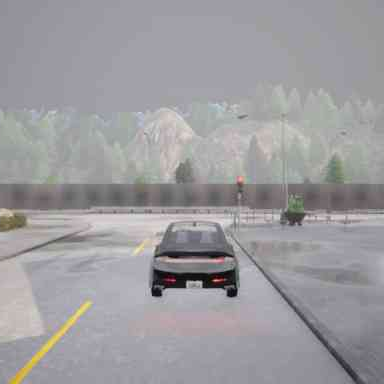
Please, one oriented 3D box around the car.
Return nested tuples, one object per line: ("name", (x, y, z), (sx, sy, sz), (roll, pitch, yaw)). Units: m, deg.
("car", (0.064, 1.487, 8.533), (2.128, 1.511, 4.902), (0, 0, 1))
